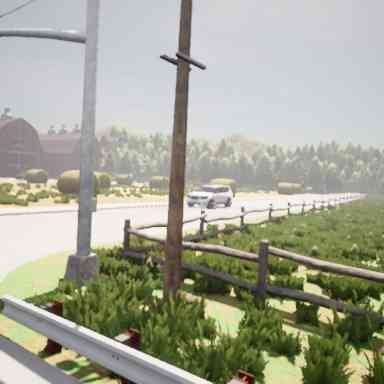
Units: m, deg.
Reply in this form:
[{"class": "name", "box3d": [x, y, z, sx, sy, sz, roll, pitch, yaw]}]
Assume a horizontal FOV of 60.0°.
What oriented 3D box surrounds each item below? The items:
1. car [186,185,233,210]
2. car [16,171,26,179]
[{"class": "car", "box3d": [1.682, 0.389, 29.582, 2.150, 2.045, 5.566, 4, 3, 33]}, {"class": "car", "box3d": [-40.561, -3.895, 79.520, 1.905, 1.878, 3.866, 8, 3, -14]}]
